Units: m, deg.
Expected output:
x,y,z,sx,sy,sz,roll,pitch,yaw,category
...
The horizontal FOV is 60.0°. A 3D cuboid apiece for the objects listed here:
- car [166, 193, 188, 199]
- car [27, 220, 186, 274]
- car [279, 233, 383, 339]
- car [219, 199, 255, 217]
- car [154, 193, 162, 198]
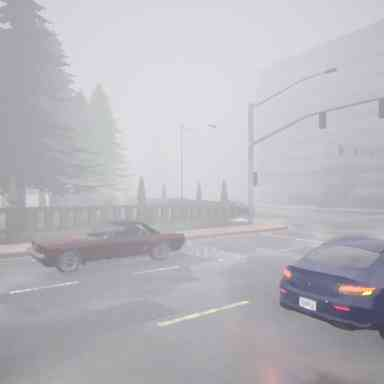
x,y,z,sx,sy,sz,roll,pitch,yaw,category
-1.290,1.296,39.328,2.097,1.767,4.553,0,0,-26,car
-2.632,1.601,10.703,4.718,1.301,1.895,0,0,-35,car
3.638,1.526,6.363,4.674,1.442,1.812,0,0,-35,car
3.735,1.422,30.820,1.882,1.535,5.008,0,0,-32,car
-5.802,1.168,63.088,2.150,2.045,5.566,0,0,6,car
